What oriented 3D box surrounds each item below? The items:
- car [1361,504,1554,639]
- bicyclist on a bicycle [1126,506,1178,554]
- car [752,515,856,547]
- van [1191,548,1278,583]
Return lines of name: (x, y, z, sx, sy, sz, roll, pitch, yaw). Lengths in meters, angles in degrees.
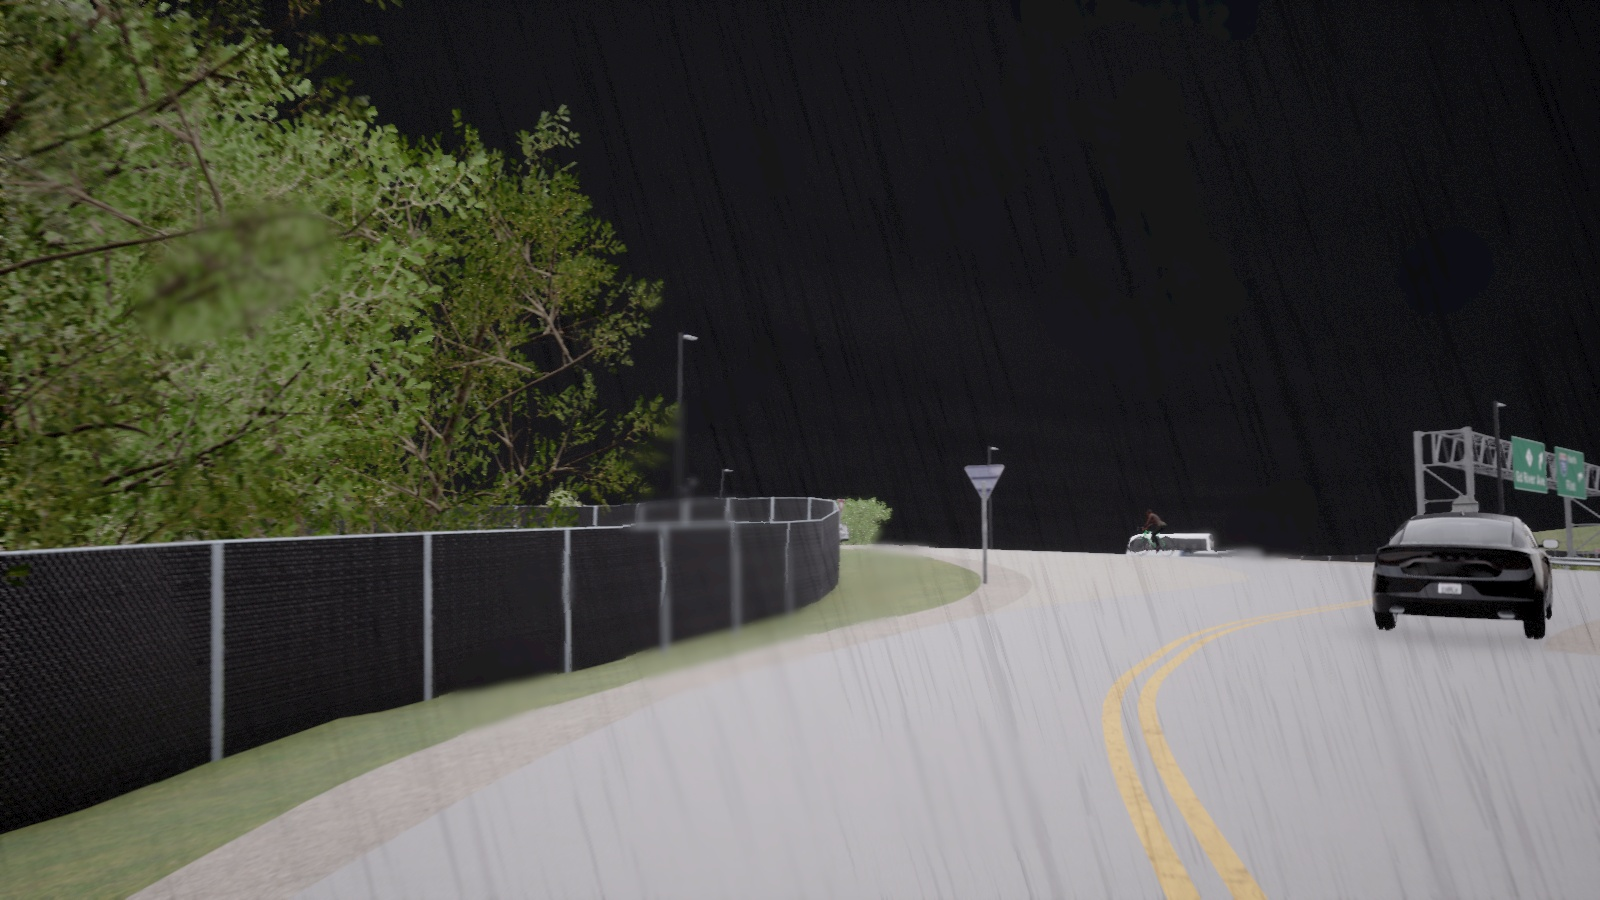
car: (9.097, 1.520, 17.144, 1.882, 1.535, 5.008, -1, -3, 33)
bicyclist on a bicycle: (12.205, 2.779, 43.558, 1.656, 1.620, 0.582, -3, -6, 45)
car: (0.184, 3.953, 61.082, 4.674, 1.442, 1.812, -1, -5, 23)
van: (25.346, 6.755, 73.405, 1.775, 1.987, 4.442, 5, -7, -41)
